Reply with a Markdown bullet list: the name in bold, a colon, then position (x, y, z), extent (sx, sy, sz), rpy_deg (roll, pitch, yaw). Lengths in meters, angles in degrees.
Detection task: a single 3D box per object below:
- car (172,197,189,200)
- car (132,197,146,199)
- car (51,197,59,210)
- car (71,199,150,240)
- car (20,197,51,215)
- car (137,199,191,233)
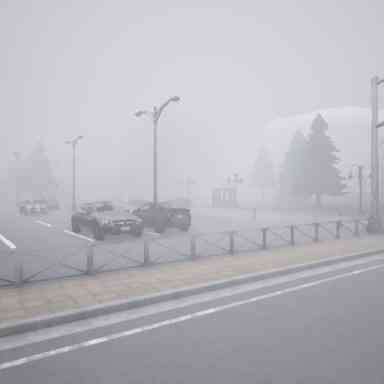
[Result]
- **car**: position (-2.065, 1.492, 48.594), extent (2.128, 1.511, 4.902), rpy_deg (0, 0, -36)
- **car**: position (-7.850, 1.508, 50.541), extent (1.882, 1.535, 5.008), rpy_deg (0, 0, -36)
- **car**: position (-17.129, 1.369, 39.610), extent (1.845, 1.501, 3.633), rpy_deg (0, 0, -36)
- **car**: position (-4.390, 1.326, 16.632), extent (2.152, 1.636, 5.027), rpy_deg (0, 0, -36)
- **car**: position (-15.200, 1.380, 31.849), extent (1.970, 1.475, 3.806), rpy_deg (0, 0, -36)
- **car**: position (-1.877, 1.335, 18.511), extent (2.007, 1.523, 4.514), rpy_deg (0, 0, -36)
